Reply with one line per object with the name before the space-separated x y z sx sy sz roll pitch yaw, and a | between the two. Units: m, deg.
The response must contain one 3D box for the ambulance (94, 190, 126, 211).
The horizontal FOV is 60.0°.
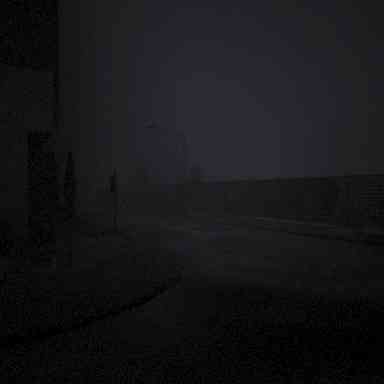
ambulance | -10.105 1.031 40.530 2.351 2.431 6.366 0 0 -30
